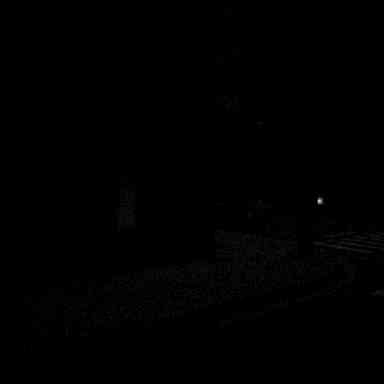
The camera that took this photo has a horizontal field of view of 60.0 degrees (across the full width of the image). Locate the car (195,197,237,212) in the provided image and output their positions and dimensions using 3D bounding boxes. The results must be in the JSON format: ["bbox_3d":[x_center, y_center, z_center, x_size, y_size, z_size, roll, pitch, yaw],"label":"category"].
[{"bbox_3d":[2.320,1.193,33.228,1.802,1.307,4.206,1,0,-36],"label":"car"}]

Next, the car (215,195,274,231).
[{"bbox_3d":[1.910,1.132,19.353,2.192,1.841,5.009,1,0,-36],"label":"car"}]

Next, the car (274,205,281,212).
[{"bbox_3d":[5.456,1.212,28.940,1.752,1.417,4.829,1,0,-36],"label":"car"}]
